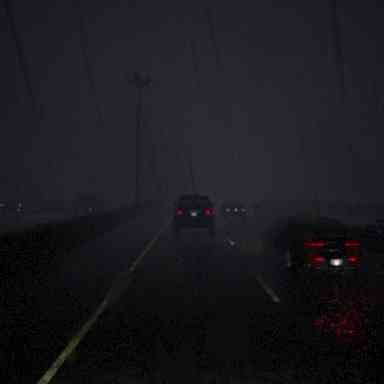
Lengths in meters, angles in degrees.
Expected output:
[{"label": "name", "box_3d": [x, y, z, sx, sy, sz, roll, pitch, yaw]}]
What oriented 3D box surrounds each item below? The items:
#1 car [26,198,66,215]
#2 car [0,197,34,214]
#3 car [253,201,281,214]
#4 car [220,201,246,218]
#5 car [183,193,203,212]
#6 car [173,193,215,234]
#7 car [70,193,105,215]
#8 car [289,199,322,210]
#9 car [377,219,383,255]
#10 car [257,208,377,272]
[{"label": "car", "box_3d": [-14.099, 1.521, 32.876, 1.994, 1.385, 4.181, 0, 0, 0]}, {"label": "car", "box_3d": [-17.598, 1.307, 34.237, 2.097, 1.767, 4.553, 0, 0, 0]}, {"label": "car", "box_3d": [7.095, 1.524, 31.593, 1.994, 1.385, 4.181, 0, 0, 0]}, {"label": "car", "box_3d": [3.595, 1.509, 29.708, 2.033, 1.411, 5.357, 0, 0, 0]}, {"label": "car", "box_3d": [0.094, 1.172, 38.632, 2.150, 2.045, 5.566, 0, 0, 0]}, {"label": "car", "box_3d": [0.097, 1.197, 19.196, 2.150, 2.045, 5.566, 0, 0, 0]}, {"label": "car", "box_3d": [-10.602, 1.177, 34.171, 2.150, 2.045, 5.566, 0, 0, 0]}, {"label": "car", "box_3d": [10.595, 1.465, 31.341, 1.837, 1.490, 4.892, 0, 0, 0]}, {"label": "car", "box_3d": [7.099, 1.586, 11.572, 1.895, 1.301, 4.718, 0, 0, 0]}, {"label": "car", "box_3d": [3.598, 1.491, 10.697, 1.837, 1.490, 4.892, 0, 0, 0]}]
